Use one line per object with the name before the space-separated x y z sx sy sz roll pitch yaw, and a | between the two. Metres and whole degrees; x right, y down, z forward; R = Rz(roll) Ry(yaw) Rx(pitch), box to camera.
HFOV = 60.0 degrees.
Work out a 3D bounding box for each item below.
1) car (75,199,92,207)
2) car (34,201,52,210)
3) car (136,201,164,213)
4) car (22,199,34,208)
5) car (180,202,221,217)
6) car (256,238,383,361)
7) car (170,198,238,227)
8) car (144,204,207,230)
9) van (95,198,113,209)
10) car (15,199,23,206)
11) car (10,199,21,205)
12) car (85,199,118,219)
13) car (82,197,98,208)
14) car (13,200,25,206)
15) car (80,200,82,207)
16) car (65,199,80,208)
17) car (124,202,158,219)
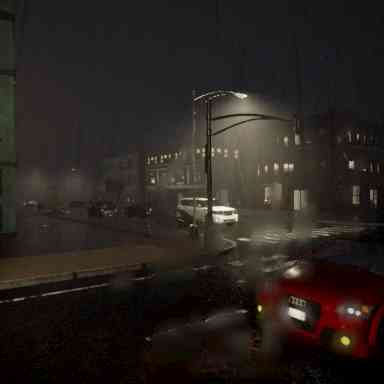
car | -21.733 2.227 66.466 1.887 1.381 4.507 -1 0 -36
car | -25.231 2.232 56.950 1.752 1.417 4.829 -1 0 -36
car | -5.636 1.966 43.952 1.802 1.307 4.206 -2 0 -36
car | -31.768 2.376 66.094 2.008 1.369 4.403 -1 0 -36
car | 0.801 1.810 34.947 2.008 1.369 4.403 -2 0 -36
car | 3.120 1.563 5.926 4.181 1.385 1.994 0 0 -36
car | 0.956 1.443 24.784 2.150 2.045 5.566 -1 0 -35
car | -1.262 1.815 23.215 1.947 1.339 4.313 -2 0 -36
van | -15.299 1.907 57.460 1.690 1.788 3.998 -1 0 -36
car | -38.208 2.380 75.099 1.967 1.590 4.097 -1 0 -36
car | -44.644 2.597 84.104 1.887 1.381 4.507 -1 0 -36
car | -9.237 1.846 34.574 1.967 1.590 4.097 -1 0 -36
car | -15.393 2.032 53.157 1.882 1.535 5.008 -1 0 -35
car | -41.425 2.547 79.603 2.008 1.369 4.403 -1 0 -36
car | -18.519 1.940 61.963 2.192 1.841 5.009 -1 0 -36
car | -21.453 2.230 61.637 1.994 1.385 4.181 -1 0 -36
car | -4.995 1.886 33.112 2.033 1.411 5.357 -1 0 -36
